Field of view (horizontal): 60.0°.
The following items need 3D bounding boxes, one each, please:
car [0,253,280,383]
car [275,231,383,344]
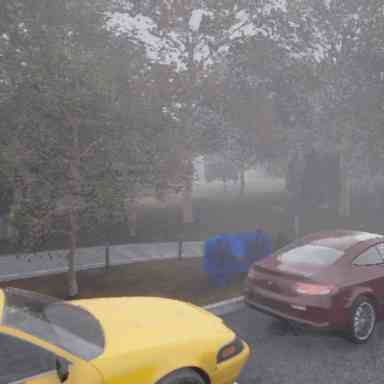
[{"bbox_3d":[-1.931,1.476,2.668,5.366,1.575,1.946,-1,1,-33],"label":"car"},{"bbox_3d":[3.060,1.461,6.238,4.674,1.452,2.002,-1,0,-33],"label":"car"}]
